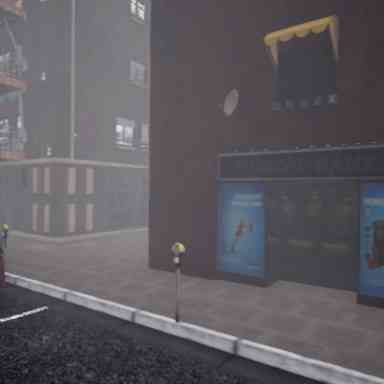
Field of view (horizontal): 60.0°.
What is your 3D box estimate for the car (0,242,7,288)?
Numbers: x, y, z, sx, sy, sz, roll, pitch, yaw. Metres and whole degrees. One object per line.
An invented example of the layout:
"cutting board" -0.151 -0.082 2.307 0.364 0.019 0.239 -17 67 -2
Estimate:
"car" -5.931 1.327 7.089 5.009 1.841 2.192 0 1 36
